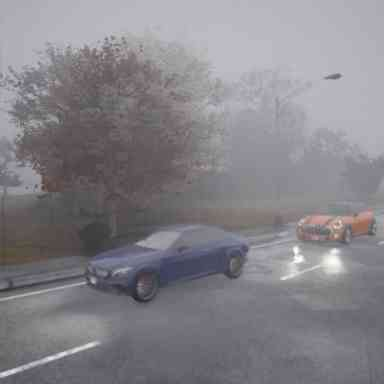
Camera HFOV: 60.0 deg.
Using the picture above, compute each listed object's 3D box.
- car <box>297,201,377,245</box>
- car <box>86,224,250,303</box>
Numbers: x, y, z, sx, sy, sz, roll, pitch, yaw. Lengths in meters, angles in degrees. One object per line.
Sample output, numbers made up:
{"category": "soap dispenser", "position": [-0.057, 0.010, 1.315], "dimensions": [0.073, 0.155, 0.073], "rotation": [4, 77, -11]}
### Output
{"category": "car", "position": [6.730, 1.272, 15.342], "dimensions": [4.553, 1.767, 2.097], "rotation": [-2, 0, -43]}
{"category": "car", "position": [-0.378, 1.608, 8.684], "dimensions": [4.674, 1.442, 1.812], "rotation": [-1, 0, -42]}
